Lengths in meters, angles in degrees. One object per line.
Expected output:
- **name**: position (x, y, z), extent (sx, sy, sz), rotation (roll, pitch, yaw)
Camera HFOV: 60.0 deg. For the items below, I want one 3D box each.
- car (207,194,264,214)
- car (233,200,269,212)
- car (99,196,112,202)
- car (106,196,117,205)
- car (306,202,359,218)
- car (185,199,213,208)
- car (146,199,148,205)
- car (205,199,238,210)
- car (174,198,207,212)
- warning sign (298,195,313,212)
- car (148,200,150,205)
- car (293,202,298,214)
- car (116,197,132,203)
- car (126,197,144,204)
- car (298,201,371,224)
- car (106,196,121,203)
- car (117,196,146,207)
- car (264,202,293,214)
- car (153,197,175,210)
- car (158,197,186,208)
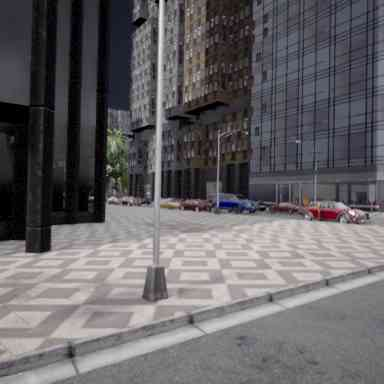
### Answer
- **car**: position (4.508, 1.234, 35.399), extent (2.150, 2.045, 5.566), rotation (2, -1, -35)
- **car**: position (7.319, 1.733, 41.537), extent (1.947, 1.339, 4.313), rotation (2, -1, -35)
- **car**: position (-21.324, 1.758, 81.763), extent (1.802, 1.307, 4.206), rotation (2, -1, -35)
- **car**: position (-12.359, 1.534, 54.479), extent (1.802, 1.307, 4.206), rotation (2, -1, -35)
- **car**: position (13.683, 1.727, 32.598), extent (1.947, 1.339, 4.313), rotation (2, -1, -35)
- **car**: position (0.954, 1.725, 50.476), extent (2.008, 1.369, 4.403), rotation (2, -1, -35)
- **car**: position (-9.298, 1.705, 60.112), extent (1.895, 1.301, 4.718), rotation (2, -1, -35)
- **car**: position (4.038, 1.696, 46.146), extent (1.752, 1.417, 4.829), rotation (2, -1, -35)
- **car**: position (0.374, 1.487, 36.598), extent (1.887, 1.381, 4.507), rotation (2, -1, -35)
- **warning sign**: position (12.858, 1.340, 37.751), extent (1.300, 1.860, 1.060), rotation (2, -1, -35)
- **car**: position (-5.411, 1.728, 59.416), extent (2.008, 1.369, 4.403), rotation (2, -1, -35)
- **car**: position (11.056, 1.552, 26.245), extent (2.033, 1.411, 5.357), rotation (2, -1, -33)
- **car**: position (-14.959, 1.743, 72.825), extent (1.947, 1.339, 4.313), rotation (2, -1, -35)
- **car**: position (-11.776, 1.743, 68.355), extent (1.947, 1.339, 4.313), rotation (2, -1, -35)
- **car**: position (9.907, 1.372, 23.215), extent (1.967, 1.590, 4.097), rotation (2, -1, -36)
- **car**: position (-18.239, 1.702, 77.433), extent (1.752, 1.417, 4.829), rotation (2, -1, -35)
- **car**: position (-9.173, 1.391, 50.011), extent (1.967, 1.590, 4.097), rotation (2, -1, -35)
- **car**: position (10.501, 1.746, 37.067), extent (1.802, 1.307, 4.206), rotation (2, -1, -35)
- **car**: position (-2.710, 1.471, 40.930), extent (1.752, 1.417, 4.829), rotation (2, -1, -35)
- **car**: position (-3.211, 1.595, 51.639), extent (2.128, 1.511, 4.902), rotation (2, -1, -35)
